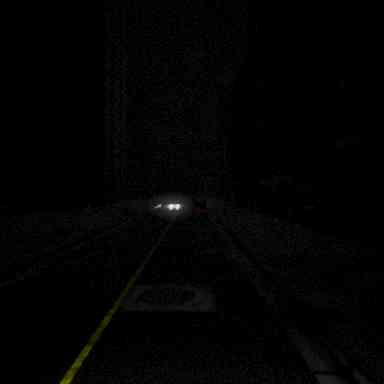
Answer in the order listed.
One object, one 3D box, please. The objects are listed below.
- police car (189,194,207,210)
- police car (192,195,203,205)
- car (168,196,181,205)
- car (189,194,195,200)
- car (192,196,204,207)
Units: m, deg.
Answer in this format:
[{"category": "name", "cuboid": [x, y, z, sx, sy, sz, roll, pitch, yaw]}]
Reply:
[{"category": "police car", "cuboid": [0.888, 1.403, 43.055, 1.930, 1.638, 5.238, 0, 0, 0]}, {"category": "police car", "cuboid": [0.883, 1.399, 59.056, 1.930, 1.638, 5.238, 0, 0, 0]}, {"category": "car", "cuboid": [-3.060, 1.464, 59.140, 2.128, 1.511, 4.902, 0, 0, 1]}, {"category": "car", "cuboid": [-0.027, 1.318, 94.528, 1.882, 1.535, 5.008, 0, 0, 0]}, {"category": "car", "cuboid": [0.886, 1.479, 52.946, 1.837, 1.490, 4.892, 0, 0, 0]}]
